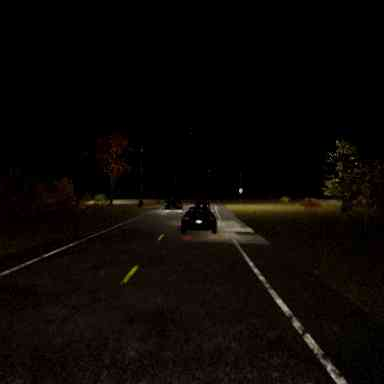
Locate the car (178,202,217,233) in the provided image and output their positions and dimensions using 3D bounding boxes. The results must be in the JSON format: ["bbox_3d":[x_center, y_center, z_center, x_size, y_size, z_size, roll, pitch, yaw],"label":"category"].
[{"bbox_3d":[0.423,1.546,19.673,1.994,1.385,4.181,0,0,2],"label":"car"}]

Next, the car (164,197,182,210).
[{"bbox_3d":[-2.301,1.435,41.791,1.837,1.490,4.892,0,0,4],"label":"car"}]

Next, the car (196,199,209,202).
[{"bbox_3d":[1.126,1.494,37.248,2.033,1.411,5.357,0,0,3],"label":"car"}]
